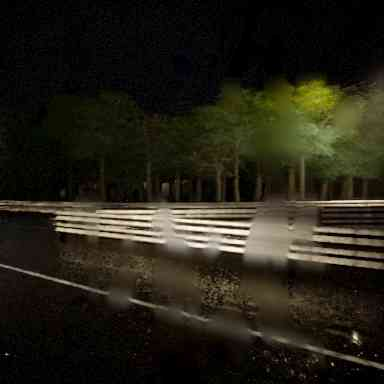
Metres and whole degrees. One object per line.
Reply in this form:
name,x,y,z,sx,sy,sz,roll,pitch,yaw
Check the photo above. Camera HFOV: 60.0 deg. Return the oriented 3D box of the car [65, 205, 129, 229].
car,-5.547,1.508,21.120,5.357,1.411,2.033,0,0,17
